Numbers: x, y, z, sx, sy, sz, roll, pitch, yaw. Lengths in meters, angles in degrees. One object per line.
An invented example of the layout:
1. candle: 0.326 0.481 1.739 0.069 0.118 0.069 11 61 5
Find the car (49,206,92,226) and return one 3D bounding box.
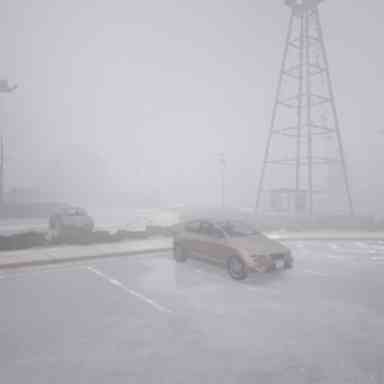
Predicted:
1. car: -7.314 1.584 20.074 1.784 1.438 3.905 1 0 -35

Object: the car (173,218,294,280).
1. car: 1.073 1.582 10.245 1.816 1.474 4.193 1 0 -35
